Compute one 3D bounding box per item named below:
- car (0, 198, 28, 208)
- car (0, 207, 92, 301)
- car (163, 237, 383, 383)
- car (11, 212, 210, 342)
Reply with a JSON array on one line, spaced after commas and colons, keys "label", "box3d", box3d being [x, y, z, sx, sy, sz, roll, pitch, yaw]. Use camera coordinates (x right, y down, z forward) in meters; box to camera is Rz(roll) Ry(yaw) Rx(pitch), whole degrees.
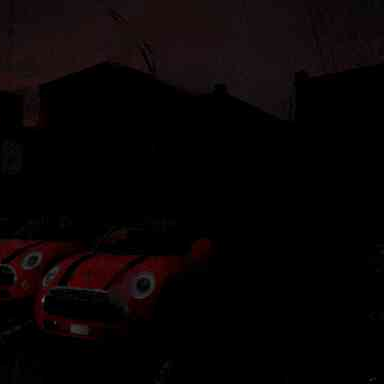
[{"label": "car", "box3d": [-8.288, 1.252, 12.025, 2.435, 2.045, 5.566, 1, -1, 16]}, {"label": "car", "box3d": [-3.408, 1.369, 8.577, 2.185, 1.767, 4.553, 0, -1, 16]}, {"label": "car", "box3d": [1.453, 1.516, 5.022, 2.163, 1.488, 4.792, 0, -1, 16]}, {"label": "car", "box3d": [-0.968, 1.365, 6.829, 2.185, 1.767, 4.553, 0, -1, 16]}]
